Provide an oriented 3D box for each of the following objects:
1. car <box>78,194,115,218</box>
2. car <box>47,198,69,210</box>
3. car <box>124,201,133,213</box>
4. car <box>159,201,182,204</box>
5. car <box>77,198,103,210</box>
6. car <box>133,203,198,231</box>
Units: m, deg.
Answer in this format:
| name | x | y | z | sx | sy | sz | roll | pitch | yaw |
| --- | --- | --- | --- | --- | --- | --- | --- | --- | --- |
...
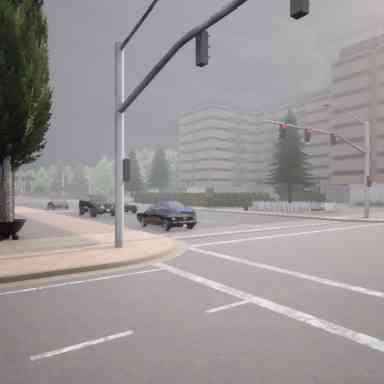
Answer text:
| name | x | y | z | sx | sy | sz | roll | pitch | yaw |
| --- | --- | --- | --- | --- | --- | --- | --- | --- | --- |
| car | -8.790 | 1.224 | 30.750 | 2.150 | 2.045 | 5.566 | 0 | 0 | -36 |
| car | -17.044 | 1.526 | 42.226 | 1.812 | 1.442 | 4.674 | 0 | 0 | -36 |
| car | -7.455 | 1.601 | 34.884 | 1.895 | 1.301 | 4.718 | 0 | 0 | -36 |
| car | -1.630 | 1.478 | 26.809 | 1.882 | 1.535 | 5.008 | 0 | 0 | -36 |
| car | -13.305 | 1.526 | 43.019 | 1.812 | 1.442 | 4.674 | 0 | 0 | -36 |
| car | -1.658 | 1.601 | 20.816 | 1.895 | 1.301 | 4.718 | 0 | 0 | -35 |
